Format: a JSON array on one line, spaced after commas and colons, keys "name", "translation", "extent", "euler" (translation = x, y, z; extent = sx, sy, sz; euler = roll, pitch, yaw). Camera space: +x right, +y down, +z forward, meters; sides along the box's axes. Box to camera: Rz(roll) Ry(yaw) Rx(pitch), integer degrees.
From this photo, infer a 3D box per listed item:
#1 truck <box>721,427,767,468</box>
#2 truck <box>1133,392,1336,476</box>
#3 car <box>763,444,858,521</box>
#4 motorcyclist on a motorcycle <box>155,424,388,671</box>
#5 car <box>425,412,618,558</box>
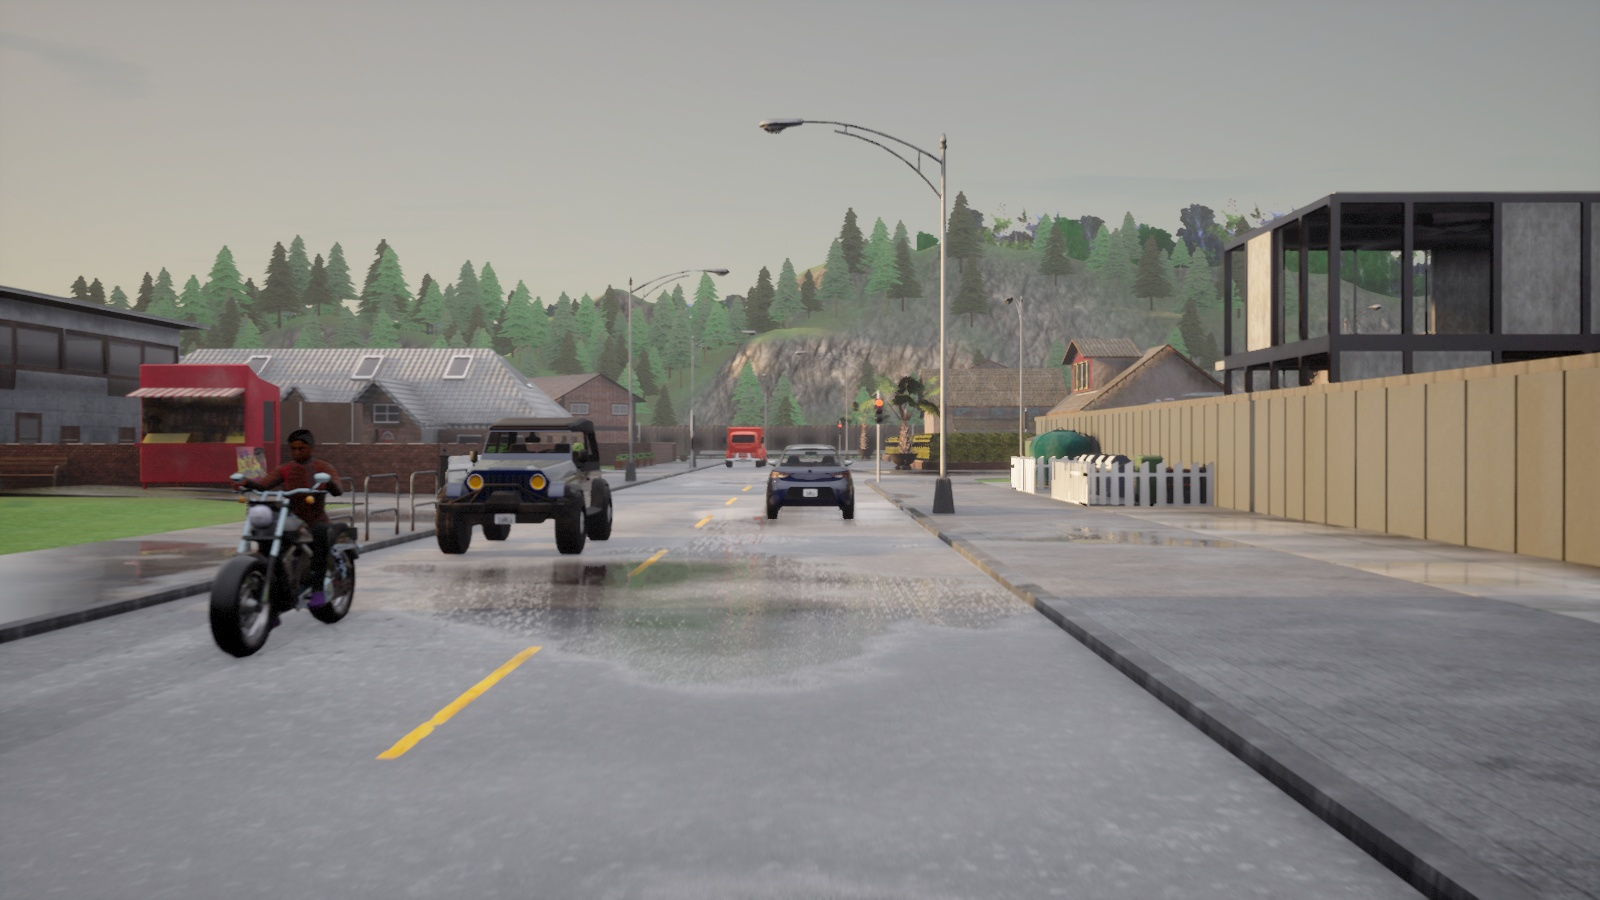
[{"name": "truck", "translation": [-3.419, -0.180, 77.899], "extent": [2.627, 2.467, 5.204], "euler": [0, 0, 0]}, {"name": "truck", "translation": [20.173, -0.733, 58.671], "extent": [8.468, 3.827, 2.891], "euler": [0, 0, 0]}, {"name": "car", "translation": [0.209, 0.613, 26.146], "extent": [1.816, 1.474, 4.193], "euler": [0, 0, 0]}, {"name": "motorcyclist on a motorcycle", "translation": [-3.911, 0.640, 9.557], "extent": [0.766, 1.649, 2.350], "euler": [0, 0, 0]}, {"name": "car", "translation": [-3.850, 0.438, 18.046], "extent": [1.905, 1.878, 3.866], "euler": [0, 0, 0]}]
